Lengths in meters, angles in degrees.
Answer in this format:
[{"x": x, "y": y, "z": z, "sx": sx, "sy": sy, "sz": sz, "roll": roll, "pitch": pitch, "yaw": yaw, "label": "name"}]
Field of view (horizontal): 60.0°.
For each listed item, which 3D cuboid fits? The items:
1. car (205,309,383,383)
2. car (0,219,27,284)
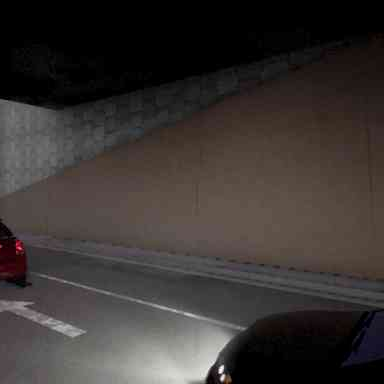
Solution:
[{"x": 2.122, "y": 1.564, "z": 2.378, "sx": 4.181, "sy": 1.385, "sz": 1.994, "roll": 0, "pitch": 0, "yaw": 36, "label": "car"}, {"x": -6.199, "y": 1.351, "z": 8.415, "sx": 4.553, "sy": 1.767, "sz": 2.097, "roll": 0, "pitch": 0, "yaw": 36, "label": "car"}]
